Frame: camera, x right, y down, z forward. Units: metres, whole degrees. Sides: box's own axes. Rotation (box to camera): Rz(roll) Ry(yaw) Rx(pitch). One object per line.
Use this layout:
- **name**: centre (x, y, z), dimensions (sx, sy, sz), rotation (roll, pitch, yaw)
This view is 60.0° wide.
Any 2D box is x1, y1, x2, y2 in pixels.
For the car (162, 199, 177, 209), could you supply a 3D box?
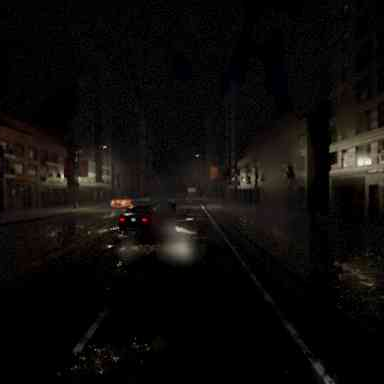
- **car**: centre (-3.159, 1.573, 45.566), dimensions (1.994, 1.385, 4.181), rotation (0, 0, 0)

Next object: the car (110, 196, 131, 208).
- **car**: centre (-9.839, 1.360, 46.202), dimensions (2.097, 1.767, 4.553), rotation (0, 0, 0)

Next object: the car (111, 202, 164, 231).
- **car**: centre (-3.154, 1.550, 20.386), dimensions (2.033, 1.411, 5.357), rotation (0, 0, 0)

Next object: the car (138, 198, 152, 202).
- **car**: centre (-6.587, 1.573, 46.635), dimensions (1.994, 1.385, 4.181), rotation (0, 0, 0)

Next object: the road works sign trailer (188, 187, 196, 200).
- **road works sign trailer**: centre (-0.021, 0.492, 94.420), dimensions (2.380, 3.560, 2.880), rotation (0, 0, 0)
